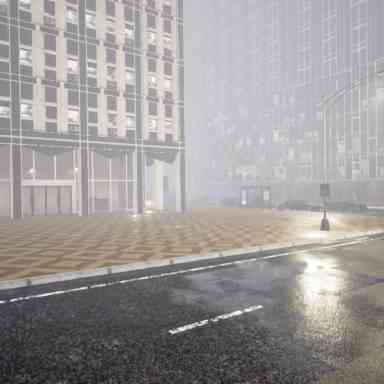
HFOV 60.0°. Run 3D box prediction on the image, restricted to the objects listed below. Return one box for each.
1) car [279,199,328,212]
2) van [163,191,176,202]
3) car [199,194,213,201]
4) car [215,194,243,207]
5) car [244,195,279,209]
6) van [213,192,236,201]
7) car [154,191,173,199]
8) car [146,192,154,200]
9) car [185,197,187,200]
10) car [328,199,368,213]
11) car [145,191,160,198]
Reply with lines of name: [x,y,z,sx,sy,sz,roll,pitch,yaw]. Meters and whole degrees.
car: [12.038,1.422,36.174,1.947,1.339,4.313,-1,1,-34]
van: [-3.949,0.936,59.666,1.690,1.788,3.998,0,1,-34]
car: [2.958,1.041,64.413,1.802,1.307,4.206,-1,1,-34]
car: [5.662,1.318,45.587,1.947,1.339,4.313,-1,1,-34]
car: [8.833,1.386,40.870,1.802,1.307,4.206,-1,1,-34]
van: [6.176,0.853,59.725,1.690,1.788,3.998,-1,1,-34]
car: [-6.699,0.613,78.462,2.192,1.841,5.009,0,1,-34]
car: [-10.387,1.038,69.036,2.008,1.369,4.403,0,1,-34]
car: [-2.842,1.134,62.777,1.895,1.301,4.718,-1,1,-34]
car: [16.129,1.406,35.007,1.994,1.385,4.181,-1,1,-35]
car: [-9.918,0.684,83.148,1.967,1.590,4.097,0,1,-34]
